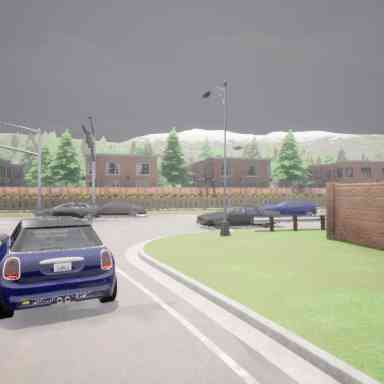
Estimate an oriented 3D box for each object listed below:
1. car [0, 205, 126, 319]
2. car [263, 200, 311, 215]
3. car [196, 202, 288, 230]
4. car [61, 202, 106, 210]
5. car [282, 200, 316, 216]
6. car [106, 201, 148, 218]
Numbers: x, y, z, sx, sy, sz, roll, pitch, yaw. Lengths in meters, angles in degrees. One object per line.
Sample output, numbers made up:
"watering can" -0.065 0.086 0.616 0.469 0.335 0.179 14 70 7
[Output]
"car" -3.306 1.352 7.765 2.097 1.767 4.553 0 0 -29
"car" 9.571 1.564 33.511 4.181 1.385 1.994 0 0 -14
"car" 3.001 1.547 21.088 5.357 1.411 2.033 0 0 -14
"car" -9.263 1.491 25.286 4.902 1.511 2.128 0 0 -14
"car" 8.588 1.478 29.667 5.008 1.535 1.882 0 0 -14
"car" -6.679 1.547 29.524 5.357 1.411 2.033 0 0 -14
